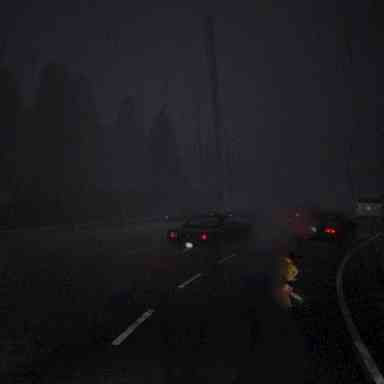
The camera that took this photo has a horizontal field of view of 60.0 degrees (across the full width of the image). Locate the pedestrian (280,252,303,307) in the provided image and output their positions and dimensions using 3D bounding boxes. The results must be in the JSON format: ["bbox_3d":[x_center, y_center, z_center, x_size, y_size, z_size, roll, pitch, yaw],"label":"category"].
[{"bbox_3d":[1.971,1.674,6.490,0.500,1.100,0.500,0,0,18],"label":"pedestrian"}]

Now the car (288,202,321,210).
[{"bbox_3d":[8.591,1.477,24.291,1.882,1.535,5.008,0,0,37],"label":"car"}]

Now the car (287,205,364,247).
[{"bbox_3d":[6.264,1.547,15.286,2.033,1.411,5.357,0,0,35],"label":"car"}]

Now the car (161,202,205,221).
[{"bbox_3d":[-0.217,1.492,24.638,2.128,1.511,4.902,0,0,38],"label":"car"}]

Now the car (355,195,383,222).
[{"bbox_3d":[14.458,1.222,26.273,2.150,2.045,5.566,0,0,37],"label":"car"}]

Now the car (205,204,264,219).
[{"bbox_3d":[3.190,1.600,23.322,1.895,1.301,4.718,0,0,38],"label":"car"}]

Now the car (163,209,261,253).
[{"bbox_3d":[1.042,1.600,13.795,1.895,1.301,4.718,0,0,31],"label":"car"}]
